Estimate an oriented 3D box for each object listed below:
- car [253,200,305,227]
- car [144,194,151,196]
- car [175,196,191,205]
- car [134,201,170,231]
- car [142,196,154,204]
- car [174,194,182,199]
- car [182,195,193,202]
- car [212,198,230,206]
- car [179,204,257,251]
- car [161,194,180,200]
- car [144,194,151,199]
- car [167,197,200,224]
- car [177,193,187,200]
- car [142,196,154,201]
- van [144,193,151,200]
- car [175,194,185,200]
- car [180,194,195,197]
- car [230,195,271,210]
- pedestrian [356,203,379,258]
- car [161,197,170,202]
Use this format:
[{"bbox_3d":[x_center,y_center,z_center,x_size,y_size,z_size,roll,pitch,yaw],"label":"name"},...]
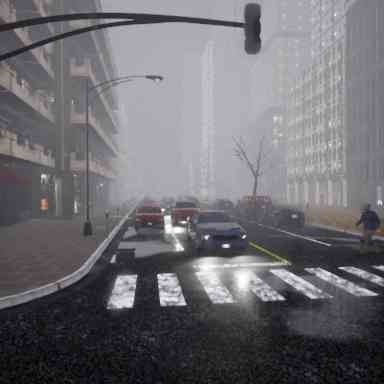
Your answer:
[{"bbox_3d":[5.710,1.448,21.446,1.947,1.339,4.313,0,0,-8],"label":"car"},{"bbox_3d":[-6.278,1.366,47.518,1.752,1.417,4.829,0,0,-8],"label":"car"},{"bbox_3d":[-1.581,1.333,55.207,2.033,1.411,5.357,0,0,-8],"label":"car"},{"bbox_3d":[-2.594,1.476,20.322,1.887,1.381,4.507,0,0,-8],"label":"car"},{"bbox_3d":[-7.784,1.374,58.632,1.947,1.339,4.313,0,0,-8],"label":"car"},{"bbox_3d":[-3.927,1.230,92.594,2.008,1.369,4.403,0,0,-8],"label":"car"},{"bbox_3d":[-0.962,1.295,70.702,1.947,1.339,4.313,0,0,-8],"label":"car"},{"bbox_3d":[3.486,1.392,37.864,1.947,1.339,4.313,0,0,-8],"label":"car"},{"bbox_3d":[0.837,1.487,14.247,2.033,1.411,5.357,0,0,-8],"label":"car"},{"bbox_3d":[-3.187,1.328,44.310,2.128,1.511,4.902,0,0,-7],"label":"car"},{"bbox_3d":[-12.232,1.274,91.470,1.887,1.381,4.507,0,0,-8],"label":"car"},{"bbox_3d":[-0.500,1.382,24.131,1.882,1.535,5.008,0,0,-8],"label":"car"},{"bbox_3d":[-2.444,1.144,81.647,1.967,1.590,4.097,0,0,-8],"label":"car"},{"bbox_3d":[-4.818,1.420,36.740,1.887,1.381,4.507,0,0,-8],"label":"car"},{"bbox_3d":[-11.491,1.082,85.996,1.690,1.788,3.998,0,0,-8],"label":"van"},{"bbox_3d":[-3.185,1.242,87.120,2.008,1.369,4.403,0,0,-8],"label":"car"},{"bbox_3d":[-0.171,1.295,45.134,1.882,1.535,5.008,0,0,-7],"label":"car"},{"bbox_3d":[4.969,1.177,26.918,2.192,1.841,5.009,0,0,-8],"label":"car"},{"bbox_3d":[5.767,1.222,10.938,0.375,1.860,0.375,0,0,-8],"label":"pedestrian"},{"bbox_3d":[-1.831,1.471,33.999,1.895,1.301,4.718,0,0,-8],"label":"car"}]
